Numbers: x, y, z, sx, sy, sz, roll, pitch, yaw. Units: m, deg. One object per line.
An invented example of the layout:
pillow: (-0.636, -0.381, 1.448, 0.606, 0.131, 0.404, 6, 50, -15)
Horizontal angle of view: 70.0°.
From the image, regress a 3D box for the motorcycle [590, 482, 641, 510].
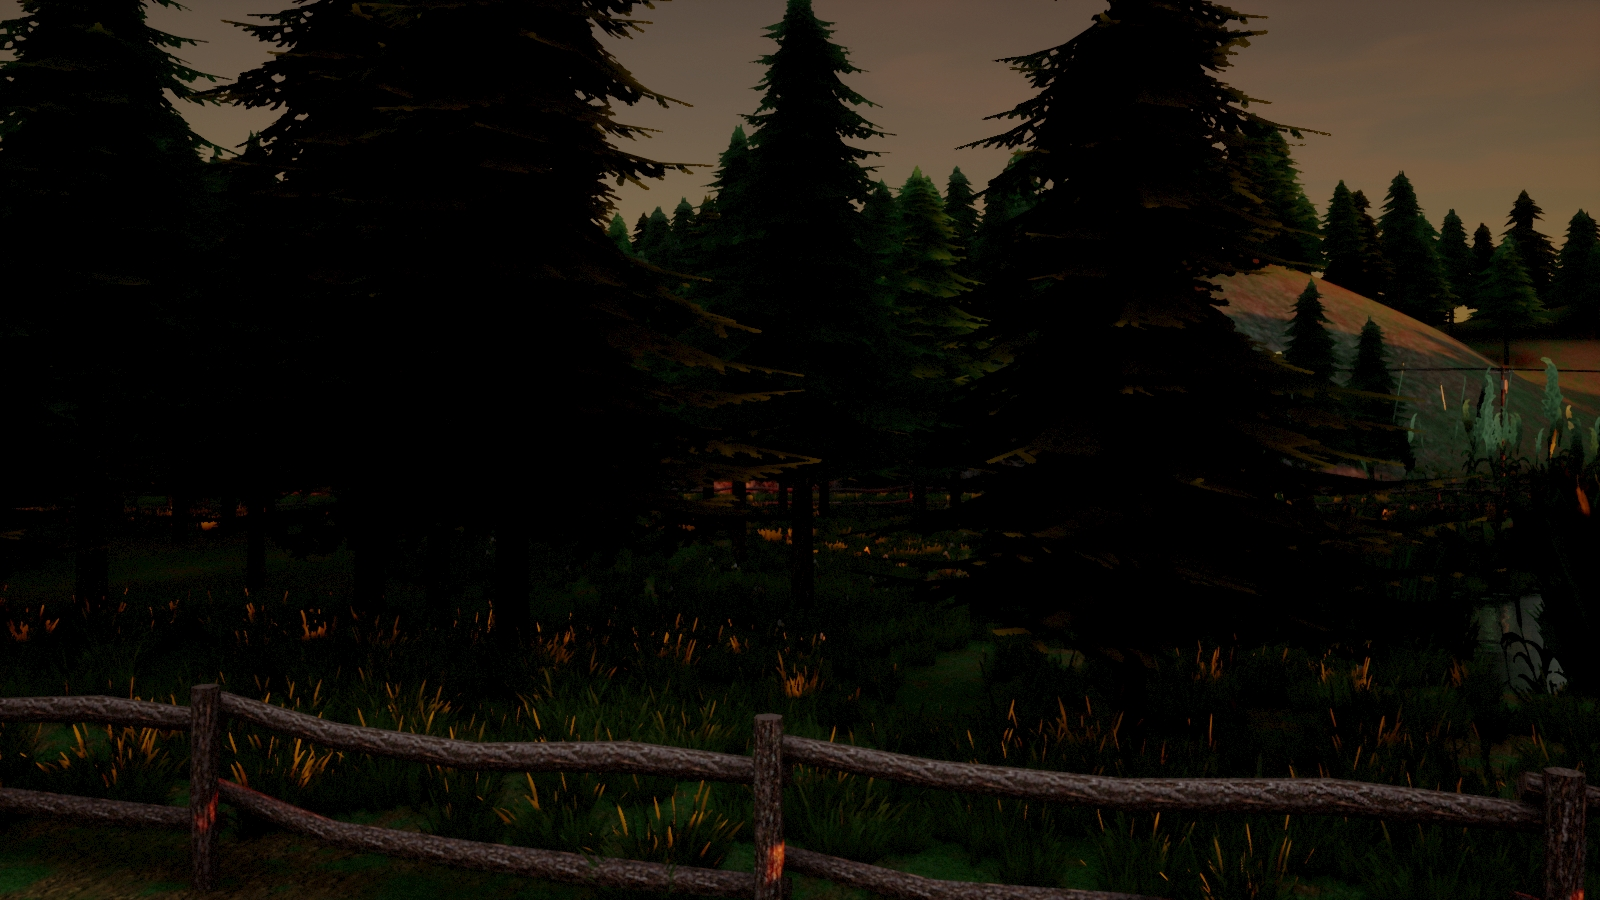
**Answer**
motorcycle: (-8.721, 2.178, 54.117, 2.209, 1.251, 0.867, 0, 0, 14)
